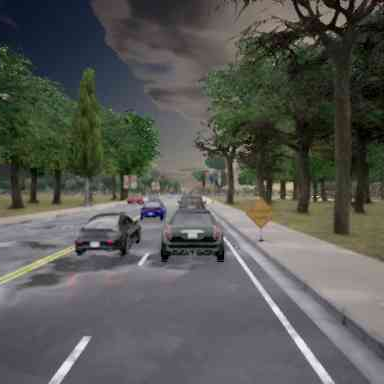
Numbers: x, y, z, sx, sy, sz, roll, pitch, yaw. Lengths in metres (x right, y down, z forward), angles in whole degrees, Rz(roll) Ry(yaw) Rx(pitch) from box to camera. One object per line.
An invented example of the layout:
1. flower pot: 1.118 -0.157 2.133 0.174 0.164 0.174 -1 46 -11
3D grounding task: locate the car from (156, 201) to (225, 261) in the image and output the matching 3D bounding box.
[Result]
1. car: 0.032 1.390 12.557 2.097 1.767 4.553 0 0 0

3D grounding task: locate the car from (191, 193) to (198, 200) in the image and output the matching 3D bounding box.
1. car: 0.669 1.303 93.676 2.097 1.767 4.553 0 0 0

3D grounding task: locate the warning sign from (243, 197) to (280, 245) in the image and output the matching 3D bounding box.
1. warning sign: 2.831 1.157 13.677 1.300 1.860 1.060 0 0 0

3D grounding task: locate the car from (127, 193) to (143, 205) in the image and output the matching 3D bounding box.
1. car: -9.987 1.261 58.762 2.150 2.045 5.566 0 0 0

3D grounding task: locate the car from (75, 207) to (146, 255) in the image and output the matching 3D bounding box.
1. car: -3.213 1.566 13.342 1.812 1.442 4.674 0 0 0

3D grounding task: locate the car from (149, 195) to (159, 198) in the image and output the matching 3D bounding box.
1. car: -6.741 1.392 58.916 2.097 1.767 4.553 0 0 0

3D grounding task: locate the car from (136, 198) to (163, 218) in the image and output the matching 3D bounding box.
1. car: -3.250 1.546 28.776 1.882 1.535 5.008 0 0 0

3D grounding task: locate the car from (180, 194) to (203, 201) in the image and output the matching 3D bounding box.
1. car: -0.010 1.290 26.556 2.150 2.045 5.566 0 0 0
